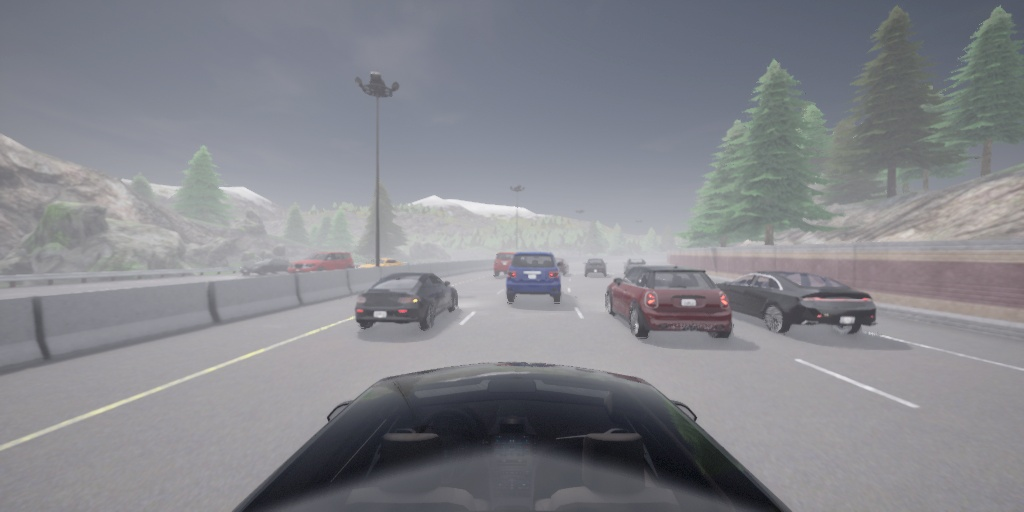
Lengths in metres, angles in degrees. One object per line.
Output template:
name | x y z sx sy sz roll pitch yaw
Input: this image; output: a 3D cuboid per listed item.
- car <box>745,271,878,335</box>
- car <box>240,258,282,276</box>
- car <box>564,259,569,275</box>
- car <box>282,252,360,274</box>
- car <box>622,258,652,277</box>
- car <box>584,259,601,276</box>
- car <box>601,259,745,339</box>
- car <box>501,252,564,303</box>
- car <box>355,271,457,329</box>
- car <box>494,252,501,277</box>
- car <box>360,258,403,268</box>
car | 7.560 1.173 10.312 2.128 1.511 4.902 0 1 4
car | -21.432 0.932 31.704 1.812 1.442 4.674 0 1 11
car | 4.231 0.924 33.458 1.882 1.535 5.008 0 1 14
car | -14.935 0.675 28.530 2.150 2.045 5.566 0 0 11
car | 11.188 0.963 32.479 2.128 1.511 4.902 0 1 14
car | 7.532 0.970 32.240 1.837 1.490 4.892 0 1 14
car | 4.045 1.029 10.037 2.097 1.767 4.553 0 1 4
car | 1.057 0.833 15.905 2.150 2.045 5.566 0 1 7
car | -2.942 1.180 10.721 1.812 1.442 4.674 0 1 4
car | -0.002 0.684 30.864 2.150 2.045 5.566 0 1 12
car | -11.015 0.922 30.267 1.882 1.535 5.008 0 1 12
